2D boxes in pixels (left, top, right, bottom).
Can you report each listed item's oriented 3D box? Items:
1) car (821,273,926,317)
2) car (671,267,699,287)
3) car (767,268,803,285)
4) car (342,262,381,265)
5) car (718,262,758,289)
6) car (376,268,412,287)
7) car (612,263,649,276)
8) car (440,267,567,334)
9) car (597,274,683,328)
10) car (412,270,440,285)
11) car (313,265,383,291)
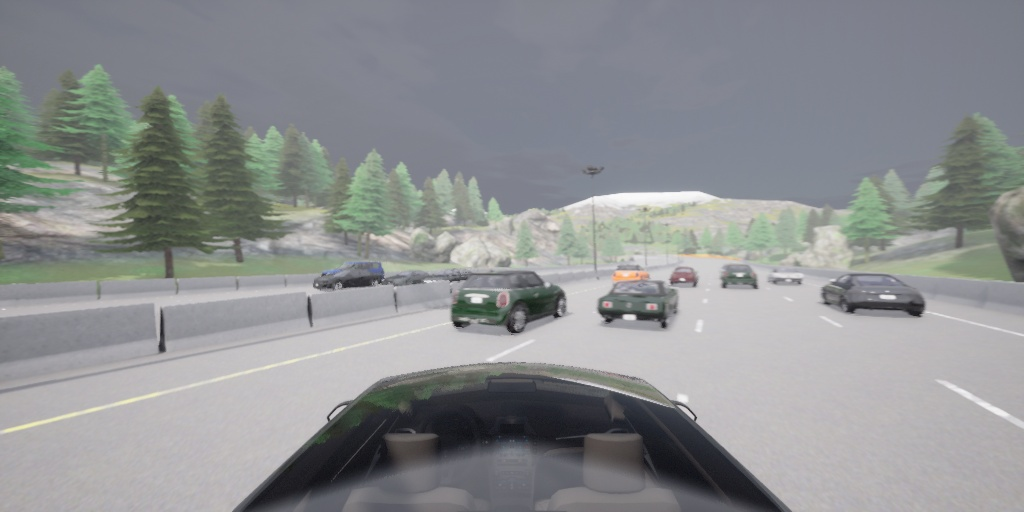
[{"bbox_3d":[13.300,1.335,13.501,1.994,1.385,4.181,-1,-1,29],"label":"car"},{"bbox_3d":[13.505,1.572,28.117,1.812,1.442,4.674,-1,-1,29],"label":"car"},{"bbox_3d":[22.362,1.617,29.536,1.895,1.301,4.718,-1,-1,29],"label":"car"},{"bbox_3d":[-13.469,1.522,30.566,2.150,2.045,5.566,-1,-1,29],"label":"car"},{"bbox_3d":[16.139,1.330,25.646,2.097,1.767,4.553,-1,-1,29],"label":"car"},{"bbox_3d":[-7.588,1.746,26.733,1.994,1.385,4.181,-1,-1,29],"label":"car"},{"bbox_3d":[9.208,1.419,27.604,2.097,1.767,4.553,-1,-1,29],"label":"car"},{"bbox_3d":[0.099,1.223,11.483,2.097,1.767,4.553,-1,-1,29],"label":"car"},{"bbox_3d":[4.361,1.433,11.905,1.895,1.301,4.718,-1,-1,29],"label":"car"},{"bbox_3d":[-4.350,1.622,25.354,2.128,1.511,4.902,-1,-1,29],"label":"car"},{"bbox_3d":[-11.875,1.691,26.263,1.882,1.535,5.008,-1,-1,29],"label":"car"}]
